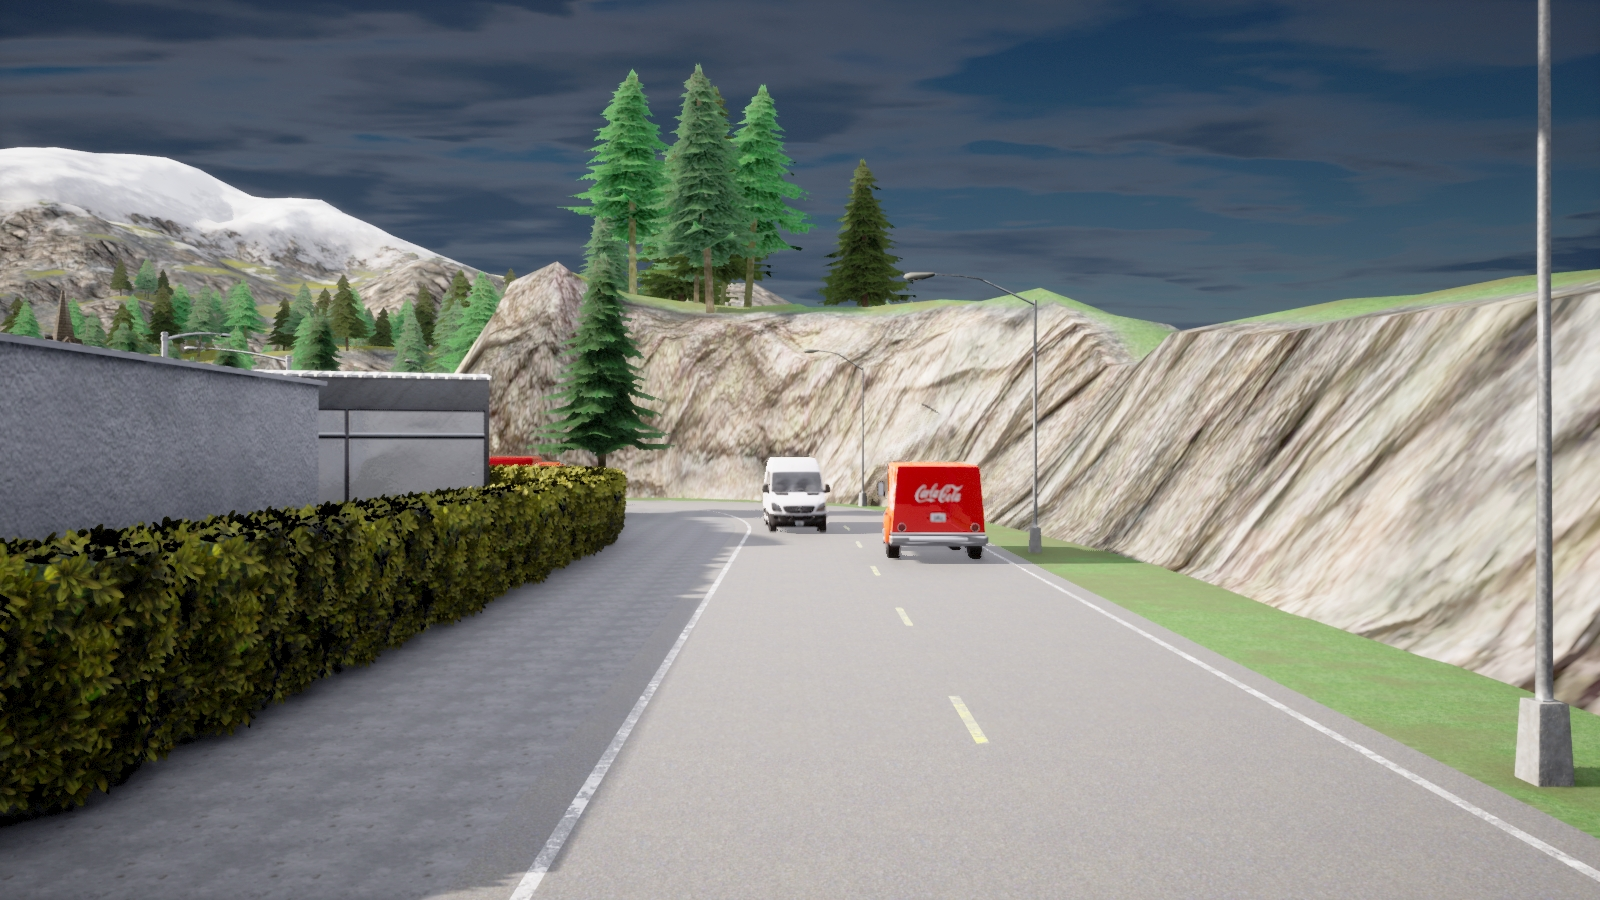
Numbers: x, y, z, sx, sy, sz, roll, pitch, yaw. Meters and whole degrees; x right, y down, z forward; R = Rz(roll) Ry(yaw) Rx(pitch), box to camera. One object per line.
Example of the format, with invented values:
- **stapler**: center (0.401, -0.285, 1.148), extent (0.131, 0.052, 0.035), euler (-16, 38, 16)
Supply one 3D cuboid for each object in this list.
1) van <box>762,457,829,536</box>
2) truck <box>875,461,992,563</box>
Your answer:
- **van**: center (-0.231, 1.532, 40.508), extent (1.988, 2.561, 5.915), euler (0, 0, -4)
- **truck**: center (3.476, 1.565, 30.929), extent (2.627, 2.467, 5.204), euler (0, 0, 1)
